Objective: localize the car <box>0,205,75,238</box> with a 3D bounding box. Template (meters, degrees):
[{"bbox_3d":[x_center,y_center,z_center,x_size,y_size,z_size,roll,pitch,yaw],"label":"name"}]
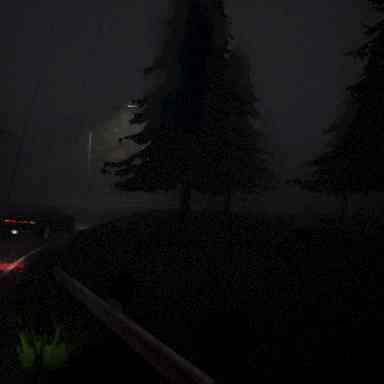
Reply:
[{"bbox_3d":[-7.393,1.407,16.484,1.837,1.490,4.892,4,1,2],"label":"car"}]
